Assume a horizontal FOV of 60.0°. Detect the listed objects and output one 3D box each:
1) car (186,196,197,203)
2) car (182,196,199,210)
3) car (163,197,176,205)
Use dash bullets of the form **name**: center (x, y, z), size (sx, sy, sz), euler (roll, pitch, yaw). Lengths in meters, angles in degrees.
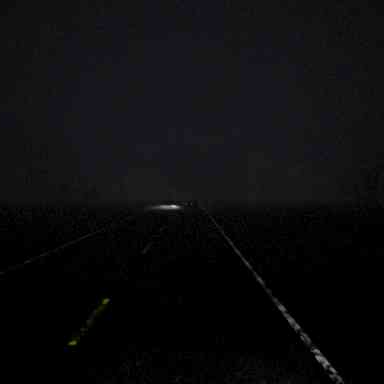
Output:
- **car**: center (-0.122, 1.498, 65.868), size (1.994, 1.385, 4.181), euler (0, 0, 0)
- **car**: center (-0.043, 1.506, 43.167), size (2.033, 1.411, 5.357), euler (0, 0, 0)
- **car**: center (-3.738, 1.547, 55.612), size (1.895, 1.301, 4.718), euler (0, 0, 0)
